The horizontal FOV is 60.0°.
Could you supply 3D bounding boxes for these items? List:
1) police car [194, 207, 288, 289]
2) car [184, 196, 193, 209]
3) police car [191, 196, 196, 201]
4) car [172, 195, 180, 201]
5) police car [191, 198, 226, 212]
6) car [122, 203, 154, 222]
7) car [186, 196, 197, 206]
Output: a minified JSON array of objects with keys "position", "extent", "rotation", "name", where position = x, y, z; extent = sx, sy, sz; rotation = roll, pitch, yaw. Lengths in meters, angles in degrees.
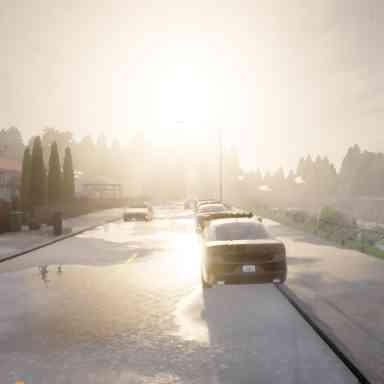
[{"position":[1.150,1.401,9.354],"extent":[1.930,1.638,5.238],"rotation":[-2,-1,0],"name":"police car"},{"position":[-0.015,1.564,45.227],"extent":[1.994,1.385,4.181],"rotation":[0,0,0],"name":"car"},{"position":[1.118,1.375,25.338],"extent":[1.930,1.638,5.238],"rotation":[-4,0,0],"name":"police car"},{"position":[-4.098,1.564,87.242],"extent":[1.994,1.385,4.181],"rotation":[0,0,0],"name":"car"},{"position":[1.122,1.375,19.346],"extent":[1.930,1.638,5.238],"rotation":[-4,0,0],"name":"police car"},{"position":[-4.130,1.547,26.306],"extent":[2.033,1.411,5.357],"rotation":[0,0,0],"name":"car"},{"position":[-0.063,1.505,57.588],"extent":[1.837,1.490,4.892],"rotation":[0,0,0],"name":"car"}]
